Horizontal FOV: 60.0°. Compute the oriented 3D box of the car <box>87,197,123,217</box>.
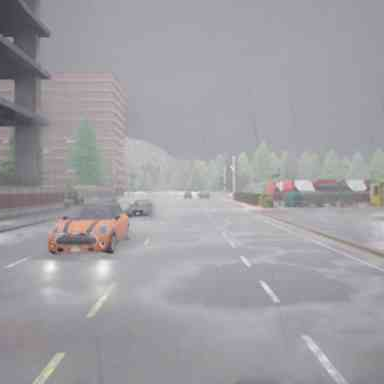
[{"bbox_3d":[-7.394,1.236,28.875,1.837,1.490,4.892,0,0,0],"label":"car"}]

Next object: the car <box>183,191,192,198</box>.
[{"bbox_3d":[-1.107,0.628,81.834,2.128,1.511,4.902,0,1,1],"label":"car"}]

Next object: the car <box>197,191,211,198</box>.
[{"bbox_3d":[2.810,0.545,81.588,1.882,1.535,5.008,-1,1,-17],"label":"car"}]

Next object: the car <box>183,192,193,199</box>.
[{"bbox_3d":[-0.881,0.758,71.423,2.033,1.411,5.357,0,1,-1],"label":"car"}]

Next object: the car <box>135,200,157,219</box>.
[{"bbox_3d":[-3.877,1.305,25.745,1.994,1.385,4.181,0,1,0],"label":"car"}]

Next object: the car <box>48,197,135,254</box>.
[{"bbox_3d":[-3.745,1.234,12.855,2.097,1.767,4.553,0,1,-1],"label":"car"}]

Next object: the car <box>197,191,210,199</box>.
[{"bbox_3d":[2.618,0.720,71.501,1.812,1.442,4.674,0,1,-1],"label":"car"}]
